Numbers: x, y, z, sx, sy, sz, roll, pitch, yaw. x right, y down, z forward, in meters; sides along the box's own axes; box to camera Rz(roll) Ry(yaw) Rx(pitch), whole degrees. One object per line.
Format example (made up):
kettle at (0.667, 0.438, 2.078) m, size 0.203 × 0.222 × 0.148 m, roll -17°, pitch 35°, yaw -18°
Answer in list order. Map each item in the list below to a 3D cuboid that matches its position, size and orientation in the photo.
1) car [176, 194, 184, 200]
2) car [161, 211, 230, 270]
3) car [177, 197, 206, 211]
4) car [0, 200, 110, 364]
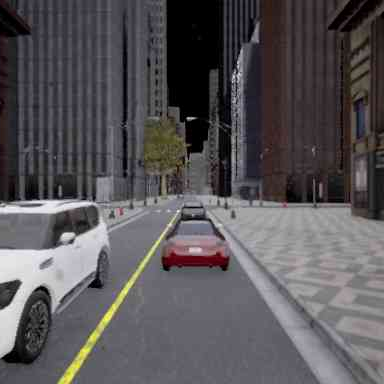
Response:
car at (-2.979, 1.348, 85.724) m, size 1.812 × 1.442 × 4.674 m, roll 0°, pitch 0°, yaw 0°
car at (0.098, 1.531, 10.956) m, size 1.994 × 1.385 × 4.181 m, roll 0°, pitch 0°, yaw 0°
car at (0.100, 1.422, 25.755) m, size 2.128 × 1.511 × 4.902 m, roll 0°, pitch 0°, yaw 0°
car at (-3.099, 1.203, 6.164) m, size 2.150 × 2.045 × 5.566 m, roll 0°, pitch 0°, yaw 0°
